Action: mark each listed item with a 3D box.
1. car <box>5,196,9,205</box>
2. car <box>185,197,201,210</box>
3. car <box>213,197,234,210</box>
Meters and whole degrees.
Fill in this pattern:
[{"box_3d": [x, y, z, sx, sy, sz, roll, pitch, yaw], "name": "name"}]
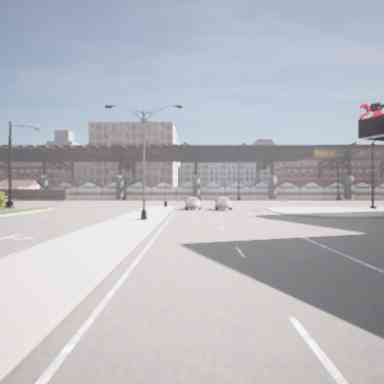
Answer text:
[{"box_3d": [-30.509, 0.959, 50.693, 5.566, 2.045, 2.150, 0, 0, 1], "name": "car"}, {"box_3d": [0.107, 1.324, 39.085, 1.812, 1.442, 4.674, 0, 0, 0], "name": "car"}, {"box_3d": [3.603, 1.328, 38.369, 1.812, 1.442, 4.674, 0, 0, 1], "name": "car"}]
